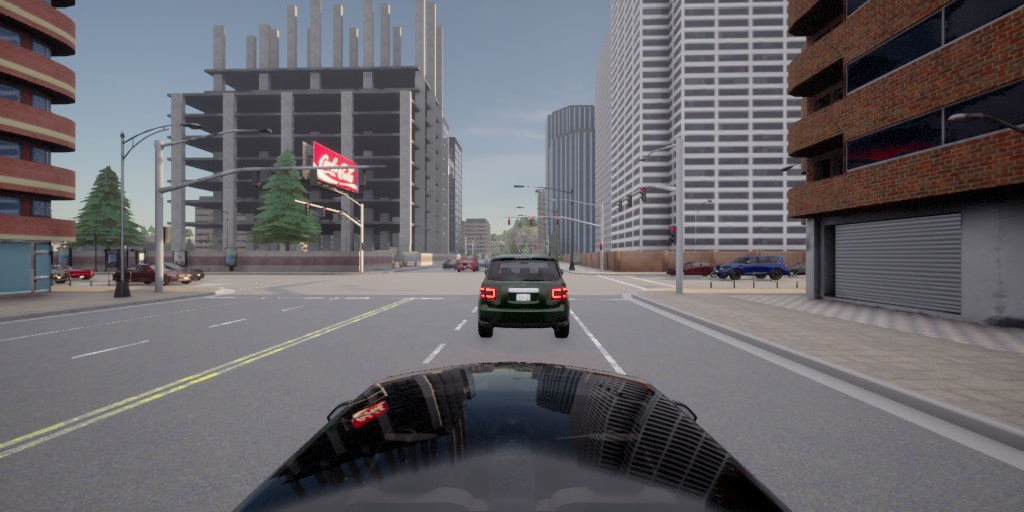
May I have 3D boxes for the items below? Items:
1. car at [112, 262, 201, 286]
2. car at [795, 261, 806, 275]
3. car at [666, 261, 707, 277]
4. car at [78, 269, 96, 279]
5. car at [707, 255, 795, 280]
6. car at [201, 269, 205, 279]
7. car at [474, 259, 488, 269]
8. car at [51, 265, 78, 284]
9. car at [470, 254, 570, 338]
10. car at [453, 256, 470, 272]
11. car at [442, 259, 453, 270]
[{"bbox_3d":[-24.760,1.276,24.769,4.674,1.442,1.812,0,0,2],"label":"car"},{"bbox_3d":[27.242,1.241,33.765,4.902,1.511,2.128,0,0,2],"label":"car"},{"bbox_3d":[17.312,1.228,34.099,5.008,1.535,1.882,0,0,2],"label":"car"},{"bbox_3d":[-36.494,1.351,28.655,4.718,1.301,1.895,0,0,2],"label":"car"},{"bbox_3d":[20.227,0.971,30.505,5.566,2.045,2.150,0,0,2],"label":"car"},{"bbox_3d":[-27.202,1.228,28.350,5.008,1.535,1.882,0,0,2],"label":"car"},{"bbox_3d":[-4.997,1.276,58.264,1.812,1.442,4.674,0,0,2],"label":"car"},{"bbox_3d":[-34.005,1.255,25.071,4.892,1.490,1.837,0,0,2],"label":"car"},{"bbox_3d":[0.339,0.971,10.313,2.150,2.045,5.566,0,0,2],"label":"car"},{"bbox_3d":[-5.500,0.971,45.219,2.150,2.045,5.566,0,0,2],"label":"car"},{"bbox_3d":[-8.741,1.227,52.084,1.882,1.535,5.008,0,0,2],"label":"car"}]
